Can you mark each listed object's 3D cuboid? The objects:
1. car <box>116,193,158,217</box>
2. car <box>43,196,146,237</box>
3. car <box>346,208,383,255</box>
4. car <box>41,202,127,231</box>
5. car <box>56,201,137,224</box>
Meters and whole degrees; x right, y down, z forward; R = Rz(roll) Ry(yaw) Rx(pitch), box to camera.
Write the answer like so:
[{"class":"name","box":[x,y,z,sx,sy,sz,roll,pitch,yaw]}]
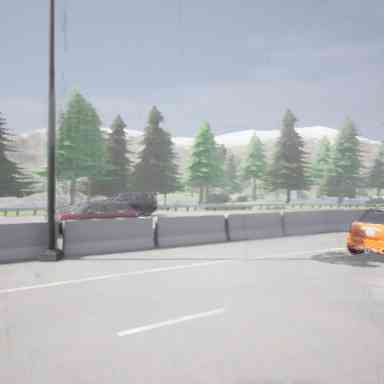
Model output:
[{"class":"car","box":[-5.678,1.081,28.652,5.566,2.045,2.150,0,0,-27]},{"class":"car","box":[-5.032,1.262,17.005,4.553,1.767,2.097,0,0,-29]},{"class":"car","box":[7.644,1.329,11.549,4.553,1.767,2.097,0,0,-25]},{"class":"car","box":[-6.504,1.417,20.197,4.674,1.442,1.812,0,0,-30]},{"class":"car","box":[-6.863,1.421,24.094,5.357,1.411,2.033,0,0,-29]}]
